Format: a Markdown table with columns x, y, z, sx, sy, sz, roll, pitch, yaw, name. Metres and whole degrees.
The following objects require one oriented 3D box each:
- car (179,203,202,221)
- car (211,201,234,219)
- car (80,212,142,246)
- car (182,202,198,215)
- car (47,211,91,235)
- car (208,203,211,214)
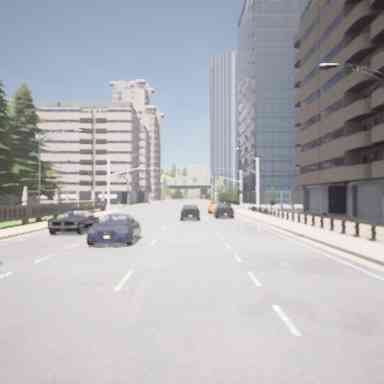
| x | y | z | sx | sy | sz | roll | pitch | yaw | name |
| --- | --- | --- | --- | --- | --- | --- | --- | --- | --- |
| -0.164 | 1.922 | 32.166 | 1.837 | 1.490 | 4.892 | 0 | 0 | 0 | car |
| 3.292 | 1.953 | 34.805 | 1.837 | 1.490 | 4.892 | 0 | -1 | 0 | car |
| -3.687 | 1.778 | 16.338 | 1.994 | 1.385 | 4.181 | 0 | -1 | 0 | car |
| -0.254 | 2.068 | 42.058 | 1.812 | 1.442 | 4.674 | 0 | -1 | 0 | car |
| -7.253 | 1.875 | 20.836 | 1.895 | 1.301 | 4.718 | 0 | -1 | 0 | car |
| 3.189 | 1.920 | 44.229 | 2.097 | 1.767 | 4.553 | 0 | -1 | 0 | car |
